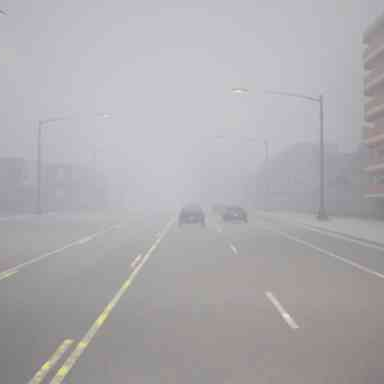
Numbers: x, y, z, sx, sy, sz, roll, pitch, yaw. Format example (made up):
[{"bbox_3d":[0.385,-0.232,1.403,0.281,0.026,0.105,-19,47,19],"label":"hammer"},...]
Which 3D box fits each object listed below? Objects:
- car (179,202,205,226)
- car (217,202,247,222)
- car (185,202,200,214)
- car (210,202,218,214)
[{"bbox_3d":[0.000,1.690,25.340,1.882,1.535,5.008,0,0,0],"label":"car"},{"bbox_3d":[3.559,1.810,28.778,1.994,1.385,4.181,0,-1,0],"label":"car"},{"bbox_3d":[0.021,2.047,42.883,1.837,1.490,4.892,0,-3,0],"label":"car"},{"bbox_3d":[3.537,2.064,43.675,2.128,1.511,4.902,0,-2,0],"label":"car"}]
